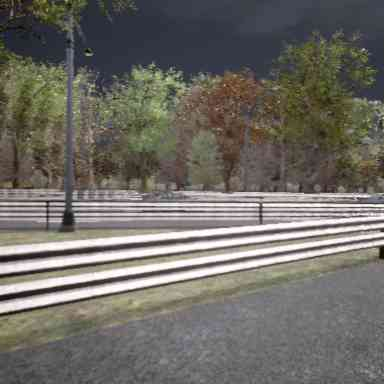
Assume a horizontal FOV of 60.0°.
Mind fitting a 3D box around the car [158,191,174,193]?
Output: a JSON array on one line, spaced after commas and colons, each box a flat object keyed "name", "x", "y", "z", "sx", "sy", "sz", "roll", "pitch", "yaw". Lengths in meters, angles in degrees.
[{"name": "car", "x": -1.308, "y": 0.865, "z": 25.732, "sx": 4.892, "sy": 1.490, "sz": 1.837, "roll": 1, "pitch": 2, "yaw": -11}]

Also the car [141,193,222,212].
[{"name": "car", "x": -0.640, "y": 1.024, "z": 22.300, "sx": 5.357, "sy": 1.411, "sz": 2.033, "roll": 1, "pitch": 2, "yaw": -11}]

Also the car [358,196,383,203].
[{"name": "car", "x": 18.723, "y": 1.059, "z": 33.135, "sx": 4.181, "sy": 1.385, "sz": 1.994, "roll": 1, "pitch": 2, "yaw": -11}]

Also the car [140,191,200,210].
[{"name": "car", "x": -1.946, "y": 0.724, "z": 29.170, "sx": 5.008, "sy": 1.535, "sz": 1.882, "roll": 1, "pitch": 2, "yaw": -11}]
